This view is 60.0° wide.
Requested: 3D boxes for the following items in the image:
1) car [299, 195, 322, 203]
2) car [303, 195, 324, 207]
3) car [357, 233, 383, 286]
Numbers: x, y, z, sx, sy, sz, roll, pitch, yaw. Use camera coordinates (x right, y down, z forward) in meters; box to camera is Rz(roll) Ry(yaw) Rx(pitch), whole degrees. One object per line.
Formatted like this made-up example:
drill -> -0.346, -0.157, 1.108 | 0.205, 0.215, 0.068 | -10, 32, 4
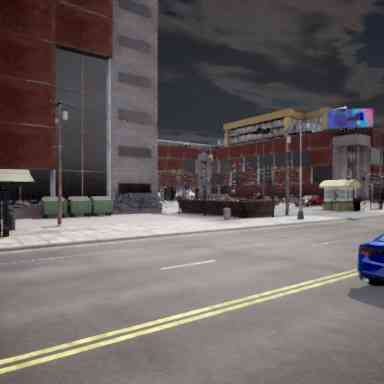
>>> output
car -> 23.564, 1.399, 66.224 | 4.674, 1.452, 2.002 | 0, 0, -36
car -> 16.677, 1.240, 47.154 | 4.553, 1.767, 2.185 | 0, 0, -36
car -> 6.057, 1.474, 8.133 | 5.008, 1.535, 1.882 | 0, 0, -35
